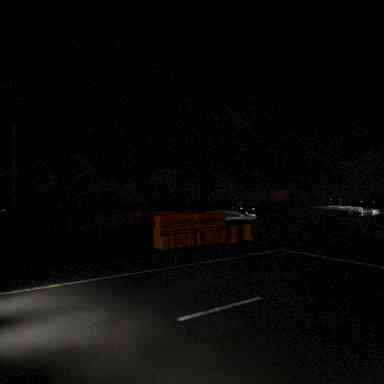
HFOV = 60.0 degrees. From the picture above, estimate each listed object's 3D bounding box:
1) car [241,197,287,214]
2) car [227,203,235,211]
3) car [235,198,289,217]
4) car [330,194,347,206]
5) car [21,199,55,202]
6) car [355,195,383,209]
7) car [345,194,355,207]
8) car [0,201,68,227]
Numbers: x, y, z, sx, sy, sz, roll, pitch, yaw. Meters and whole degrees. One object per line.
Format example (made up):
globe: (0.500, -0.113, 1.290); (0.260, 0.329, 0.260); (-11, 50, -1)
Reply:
car: (7.638, 1.385, 35.253); (5.008, 1.535, 1.882); (0, 0, -36)
car: (6.329, 1.504, 38.619); (4.718, 1.301, 1.895); (0, 0, -36)
car: (6.544, 1.526, 30.171); (4.718, 1.301, 1.895); (0, 0, -36)
car: (22.926, 1.165, 50.463); (4.553, 1.767, 2.097); (0, 0, -35)
car: (-12.382, 1.352, 25.256); (4.553, 1.767, 2.097); (0, 0, -36)
car: (23.224, 1.185, 42.082); (4.553, 1.767, 2.097); (0, 0, -36)
car: (24.049, 1.343, 46.970); (4.674, 1.442, 1.812); (0, 0, -35)
car: (-11.080, 1.549, 21.886); (5.357, 1.411, 2.033); (0, 0, -36)
